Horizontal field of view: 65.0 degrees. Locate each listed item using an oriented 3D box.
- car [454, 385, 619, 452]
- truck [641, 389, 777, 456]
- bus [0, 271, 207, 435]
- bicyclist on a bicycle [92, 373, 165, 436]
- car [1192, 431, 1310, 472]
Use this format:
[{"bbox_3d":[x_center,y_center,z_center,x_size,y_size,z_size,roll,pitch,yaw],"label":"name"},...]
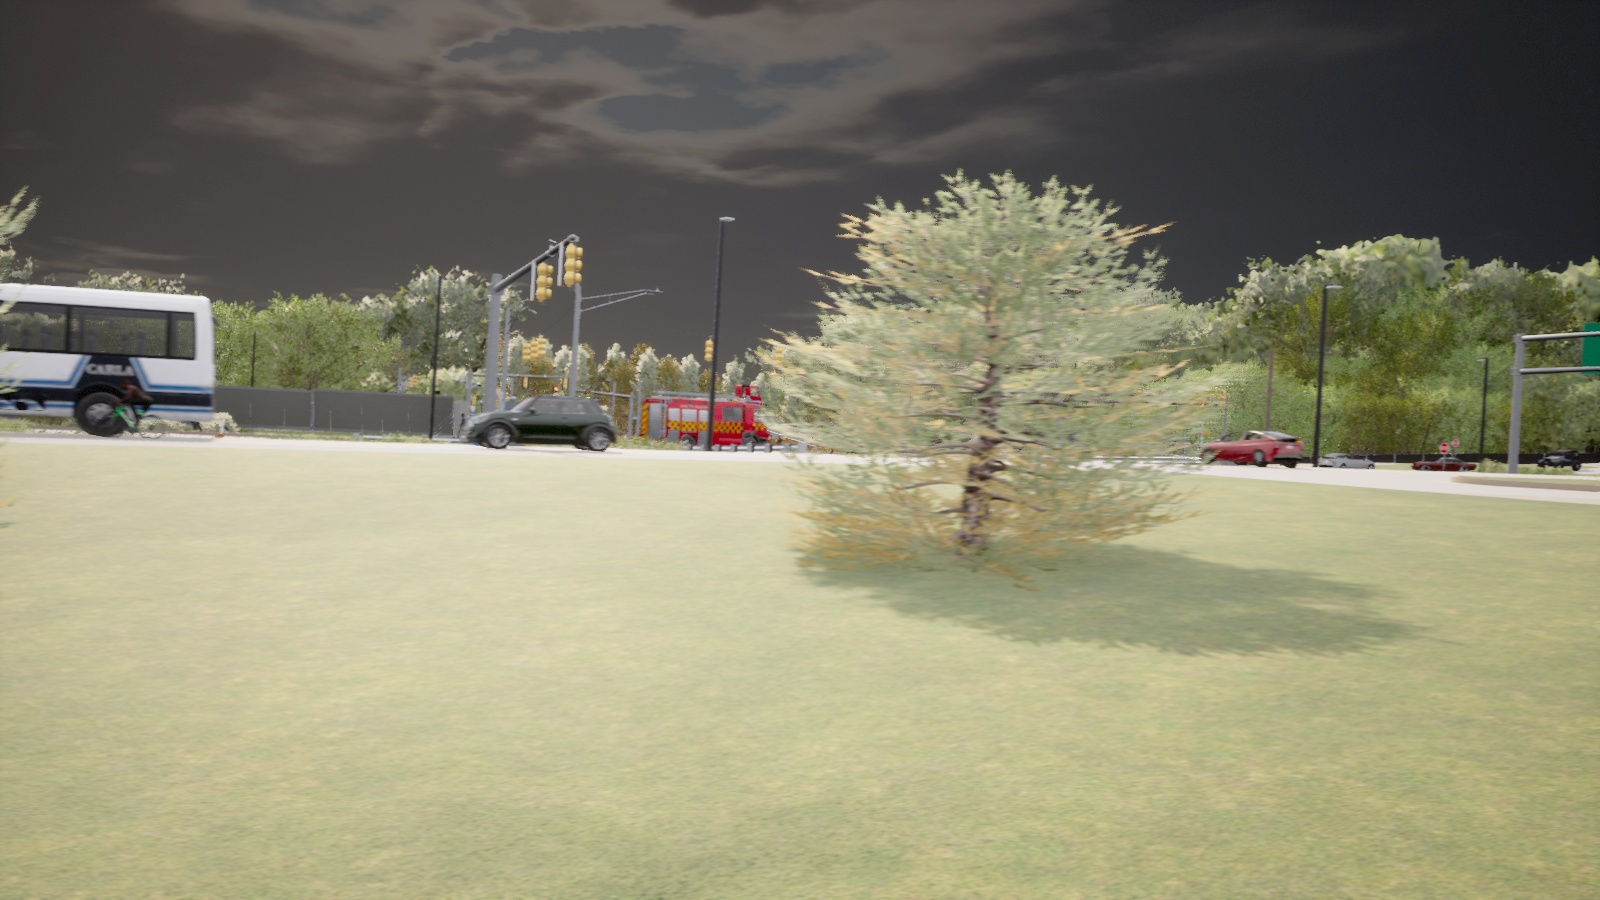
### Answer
[{"bbox_3d":[-8.054,-0.945,38.375,4.553,1.767,2.097,2,1,-24],"label":"car"},{"bbox_3d":[-5.728,-1.712,80.245,8.468,3.827,2.891,2,1,-41],"label":"truck"},{"bbox_3d":[-22.691,-2.781,35.727,10.273,4.253,3.944,2,1,-24],"label":"bus"},{"bbox_3d":[-18.133,-1.230,33.951,1.656,1.620,0.582,2,1,-24],"label":"bicyclist on a bicycle"},{"bbox_3d":[18.601,0.039,52.027,2.007,1.525,4.514,2,0,-24],"label":"car"}]
